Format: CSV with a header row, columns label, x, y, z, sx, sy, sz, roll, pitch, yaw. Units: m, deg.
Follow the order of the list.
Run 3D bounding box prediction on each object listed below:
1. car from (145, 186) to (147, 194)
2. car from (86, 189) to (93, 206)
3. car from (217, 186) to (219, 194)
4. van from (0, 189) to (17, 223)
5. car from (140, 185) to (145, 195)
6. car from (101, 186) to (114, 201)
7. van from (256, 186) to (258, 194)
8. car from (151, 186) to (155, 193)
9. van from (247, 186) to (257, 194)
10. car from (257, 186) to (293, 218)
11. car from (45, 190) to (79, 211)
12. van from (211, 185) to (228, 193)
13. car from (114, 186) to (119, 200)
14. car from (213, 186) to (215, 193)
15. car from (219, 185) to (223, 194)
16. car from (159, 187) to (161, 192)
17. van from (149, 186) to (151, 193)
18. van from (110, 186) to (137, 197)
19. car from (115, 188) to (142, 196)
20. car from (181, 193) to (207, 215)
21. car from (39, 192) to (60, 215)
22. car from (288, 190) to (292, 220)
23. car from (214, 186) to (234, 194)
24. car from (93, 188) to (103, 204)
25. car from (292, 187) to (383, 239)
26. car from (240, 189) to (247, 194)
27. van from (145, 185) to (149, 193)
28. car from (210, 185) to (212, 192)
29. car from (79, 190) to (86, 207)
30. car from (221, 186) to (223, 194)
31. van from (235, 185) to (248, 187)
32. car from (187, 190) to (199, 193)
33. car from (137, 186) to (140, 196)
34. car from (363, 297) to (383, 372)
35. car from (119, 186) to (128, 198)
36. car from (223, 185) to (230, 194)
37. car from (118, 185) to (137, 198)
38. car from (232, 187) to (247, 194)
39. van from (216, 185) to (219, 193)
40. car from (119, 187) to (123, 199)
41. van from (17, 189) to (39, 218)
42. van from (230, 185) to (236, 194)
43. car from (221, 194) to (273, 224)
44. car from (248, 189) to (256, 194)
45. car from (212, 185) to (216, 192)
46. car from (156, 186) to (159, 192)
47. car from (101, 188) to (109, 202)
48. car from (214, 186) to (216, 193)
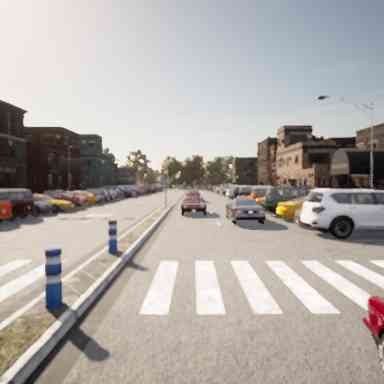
label,x,y,z,sx,sy,sz,roll,pitch,yaw
car,-12.435,-0.047,68.654,4.792,1.488,2.163,0,1,0
car,-12.566,0.606,32.533,4.553,1.767,2.185,0,1,0
car,7.901,-0.001,61.523,5.366,1.575,1.946,0,1,0
van,-12.679,0.850,18.639,4.442,1.987,1.878,0,1,0
car,-12.448,-0.216,63.091,5.566,2.045,2.435,0,1,0
car,-12.488,0.402,40.867,4.553,1.767,2.185,0,1,0
van,7.558,0.625,25.684,4.442,1.987,1.878,0,1,0
car,-12.473,-0.537,79.764,5.566,2.045,2.435,0,1,0
van,7.797,0.484,31.198,4.442,1.987,1.878,0,1,0
car,7.700,0.669,22.926,5.566,2.045,2.435,0,1,0
car,-12.360,0.866,26.979,5.366,1.575,1.946,0,1,0
van,7.633,-0.801,91.843,4.442,1.987,1.878,0,1,0
car,-12.482,0.337,43.647,4.553,1.767,2.185,0,1,0
car,7.722,-0.222,72.549,4.892,1.521,2.231,0,1,0
car,7.706,0.062,58.768,4.892,1.521,2.231,0,1,0
car,-12.447,-0.775,93.658,5.566,2.045,2.435,0,1,0
van,-12.333,-0.462,76.984,4.442,1.987,1.878,0,1,0
van,-12.365,-0.133,60.314,4.442,1.987,1.878,0,1,0
car,-12.464,-0.019,65.876,4.892,1.521,2.231,0,1,0
car,0.135,0.996,25.950,1.895,1.301,4.718,0,1,0
car,-12.552,0.979,24.202,4.674,1.452,2.002,0,1,0
car,7.696,0.936,17.292,4.553,1.767,2.185,0,1,0
car,7.706,-0.506,80.816,4.553,1.767,2.185,0,1,0
car,-12.525,0.663,35.317,5.008,1.535,2.097,0,1,0
car,7.690,0.876,14.654,5.566,2.045,2.435,0,1,0
car,7.682,0.682,33.960,4.674,1.452,2.002,0,1,0
van,-12.572,-0.408,74.208,4.442,1.987,1.878,0,1,0
car,7.775,-0.606,86.330,4.553,1.767,2.185,0,1,0
car,-12.534,0.800,29.758,5.008,1.535,2.097,0,1,0
car,7.739,0.151,56.011,4.792,1.488,2.163,0,1,0
van,7.807,0.279,39.468,4.442,1.987,1.878,0,1,0
car,0.154,0.490,42.386,1.837,1.490,4.892,0,1,0
car,-12.301,0.148,57.540,5.366,1.575,1.946,0,1,0
car,3.104,1.561,2.095,1.895,1.301,4.718,0,1,0
car,-12.496,0.336,49.206,4.892,1.521,2.231,0,1,0
car,7.727,0.057,47.736,5.566,2.045,2.435,0,1,0
car,-12.464,-0.040,54.758,5.566,2.045,2.435,0,1,0
car,7.502,0.571,36.716,5.366,1.575,1.946,0,1,0
van,7.603,-0.335,66.909,4.442,1.987,1.878,0,1,0
car,-12.505,0.438,46.429,4.674,1.452,2.002,0,1,0
van,-12.673,0.782,21.417,4.442,1.987,1.878,0,1,0
van,7.813,0.147,44.979,4.442,1.987,1.878,0,1,0
car,3.130,1.074,20.247,2.033,1.411,5.357,0,1,0
car,7.684,0.781,28.446,5.008,1.535,2.097,0,1,0
car,7.725,-0.276,75.306,4.892,1.521,2.231,0,1,0
car,-12.400,-0.680,87.974,5.566,2.045,2.435,0,1,0
car,-12.530,0.596,38.093,4.892,1.521,2.231,0,1,0
car,7.719,-0.167,69.794,4.892,1.521,2.231,0,1,0
